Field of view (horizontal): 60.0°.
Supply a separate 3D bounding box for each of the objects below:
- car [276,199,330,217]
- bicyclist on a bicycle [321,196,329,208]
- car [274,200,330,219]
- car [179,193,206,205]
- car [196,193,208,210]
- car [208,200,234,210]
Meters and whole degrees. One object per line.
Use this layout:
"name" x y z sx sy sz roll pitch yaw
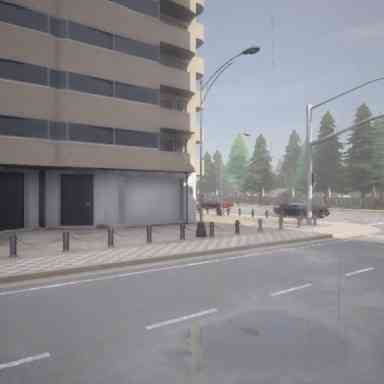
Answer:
"car" 11.084 1.533 33.446 1.882 1.535 5.008 0 0 -36
"bicyclist on a bicycle" 17.379 1.356 43.494 1.656 1.620 0.582 0 0 -36
"car" 9.659 1.656 29.440 1.895 1.301 4.718 0 0 -36
"car" -0.048 1.277 61.101 2.150 2.045 5.566 0 0 -35
"car" -0.523 1.407 43.565 2.097 1.767 4.553 0 0 -36
"car" 3.414 1.656 44.084 1.895 1.301 4.718 0 0 -36
